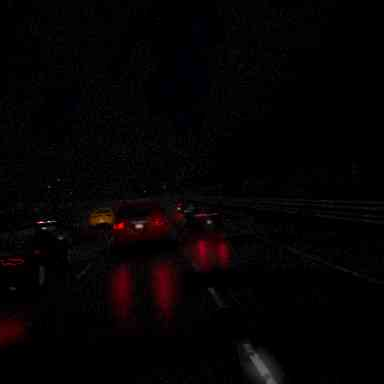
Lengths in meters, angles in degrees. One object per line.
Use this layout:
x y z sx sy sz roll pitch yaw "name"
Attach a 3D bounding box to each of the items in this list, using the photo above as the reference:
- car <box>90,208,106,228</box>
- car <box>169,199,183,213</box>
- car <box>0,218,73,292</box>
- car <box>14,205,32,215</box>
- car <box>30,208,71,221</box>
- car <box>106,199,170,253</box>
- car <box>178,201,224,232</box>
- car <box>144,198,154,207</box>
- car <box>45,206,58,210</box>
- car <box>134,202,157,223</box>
-7.340 2.081 28.181 1.882 1.535 5.008 -4 0 -7 "car"
-1.809 1.648 40.312 1.837 1.490 4.892 -4 0 -7 "car"
-5.099 1.899 10.074 1.882 1.535 5.008 -4 0 -7 "car"
-37.807 3.962 74.359 2.150 2.045 5.566 -4 0 -7 "car"
-10.520 2.347 25.483 2.128 1.511 4.902 -4 0 -7 "car"
-2.370 1.436 15.469 2.150 2.045 5.566 -4 0 -7 "car"
0.639 1.472 20.538 2.128 1.511 4.902 -4 0 -7 "car"
-9.067 2.132 69.684 1.882 1.535 5.008 -4 0 -7 "car"
-25.528 3.432 60.601 1.837 1.490 4.892 -4 0 -7 "car"
-4.276 1.836 31.027 1.882 1.535 5.008 -4 0 -7 "car"
